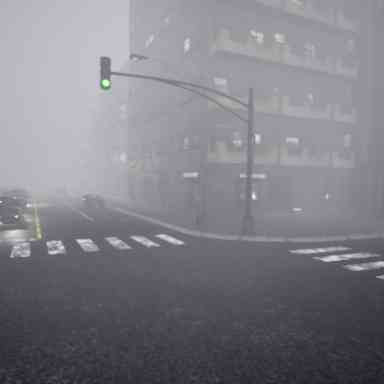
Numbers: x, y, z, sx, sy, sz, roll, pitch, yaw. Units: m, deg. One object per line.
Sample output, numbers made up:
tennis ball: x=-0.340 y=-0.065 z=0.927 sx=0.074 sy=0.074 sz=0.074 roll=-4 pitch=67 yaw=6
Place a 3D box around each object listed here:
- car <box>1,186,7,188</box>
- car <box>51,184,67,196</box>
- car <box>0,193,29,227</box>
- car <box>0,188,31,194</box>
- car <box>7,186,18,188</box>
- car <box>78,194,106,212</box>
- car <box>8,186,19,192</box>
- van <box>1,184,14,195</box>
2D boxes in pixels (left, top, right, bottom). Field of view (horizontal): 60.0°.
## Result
car: x=-23.131 y=0.363 z=39.004 sx=1.887 sy=1.381 sz=4.507 roll=-1 pitch=2 yaw=-26
car: x=-22.933 y=-0.193 z=57.916 sx=1.967 sy=1.590 sz=4.097 roll=-1 pitch=2 yaw=-26
car: x=-10.137 y=1.005 z=18.016 sx=2.033 sy=1.411 sz=5.357 roll=0 pitch=2 yaw=-26
car: x=-14.431 y=0.689 z=26.988 sx=2.128 sy=1.511 sz=4.902 roll=0 pitch=2 yaw=-25
car: x=-18.785 y=0.436 z=36.205 sx=1.837 sy=1.490 sz=4.892 roll=0 pitch=2 yaw=-26
car: x=-8.228 y=0.804 z=27.357 sx=2.008 sy=1.369 sz=4.403 roll=-1 pitch=2 yaw=-26
car: x=-42.738 y=-0.811 z=79.755 sx=2.008 sy=1.369 sz=4.403 roll=-1 pitch=2 yaw=-26
van: x=-32.936 y=-0.432 z=59.374 sx=1.690 sy=1.788 sz=3.998 roll=-1 pitch=2 yaw=-26
